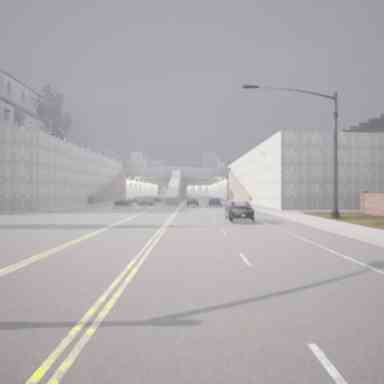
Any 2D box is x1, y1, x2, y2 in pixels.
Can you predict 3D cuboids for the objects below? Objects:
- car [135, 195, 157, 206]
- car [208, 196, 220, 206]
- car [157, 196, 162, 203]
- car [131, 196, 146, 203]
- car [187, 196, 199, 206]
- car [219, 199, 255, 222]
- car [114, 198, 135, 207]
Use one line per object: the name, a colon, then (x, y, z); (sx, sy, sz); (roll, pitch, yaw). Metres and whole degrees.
car: (-7.050, 1.286, 51.368); (2.097, 1.767, 4.553); (0, 0, 1)
car: (3.599, 1.408, 53.993); (1.882, 1.535, 5.008); (0, 0, 0)
car: (-7.002, 1.516, 65.949); (1.895, 1.301, 4.718); (0, 0, 0)
car: (-10.502, 1.463, 65.979); (2.033, 1.411, 5.357); (0, 0, 0)
car: (0.098, 1.456, 54.447); (1.812, 1.442, 4.674); (0, 0, 0)
car: (3.600, 1.458, 25.746); (2.128, 1.511, 4.902); (0, 0, 0)
car: (-10.548, 1.535, 51.159); (1.895, 1.301, 4.718); (0, 0, 1)
